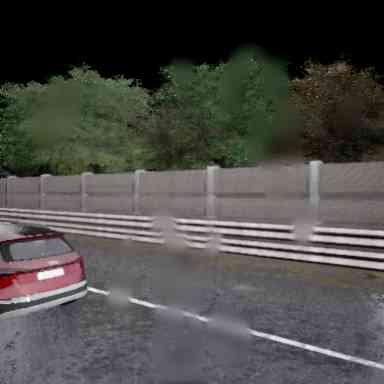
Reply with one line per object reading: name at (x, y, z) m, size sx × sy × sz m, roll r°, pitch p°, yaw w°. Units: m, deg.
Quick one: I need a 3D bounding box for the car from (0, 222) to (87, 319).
car at (-4.184, 1.432, 6.857) m, size 4.856 × 1.649 × 2.033 m, roll 0°, pitch 0°, yaw 36°
